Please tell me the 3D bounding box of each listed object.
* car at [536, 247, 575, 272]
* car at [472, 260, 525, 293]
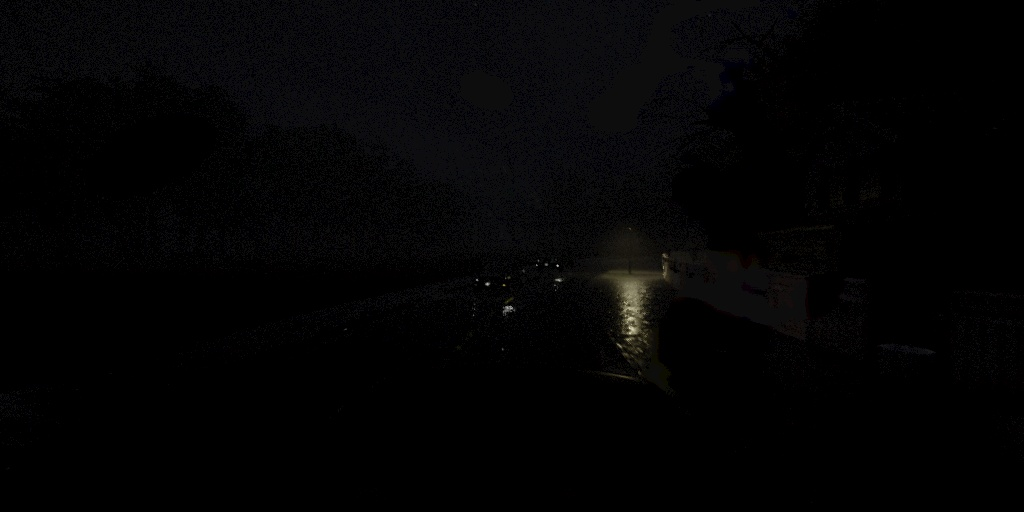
[{"bbox_3d":[3.978,0.245,31.834,2.150,2.045,5.566,1,2,25],"label":"car"},{"bbox_3d":[-0.559,0.993,18.772,1.837,1.490,4.892,0,1,14],"label":"car"}]
